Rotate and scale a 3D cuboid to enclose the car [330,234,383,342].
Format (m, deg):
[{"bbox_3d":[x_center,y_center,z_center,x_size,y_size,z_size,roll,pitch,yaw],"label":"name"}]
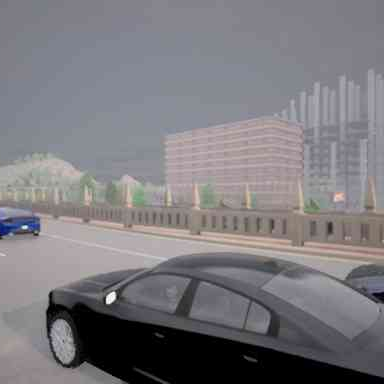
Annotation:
[{"bbox_3d":[4.578,1.595,5.149,4.181,1.385,1.994,0,0,35],"label":"car"}]

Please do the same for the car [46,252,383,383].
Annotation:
[{"bbox_3d":[0.179,1.499,4.047,5.008,1.535,1.882,0,0,37],"label":"car"}]

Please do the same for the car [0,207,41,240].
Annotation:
[{"bbox_3d":[-9.816,1.559,17.787,5.008,1.535,1.882,0,0,45],"label":"car"}]
